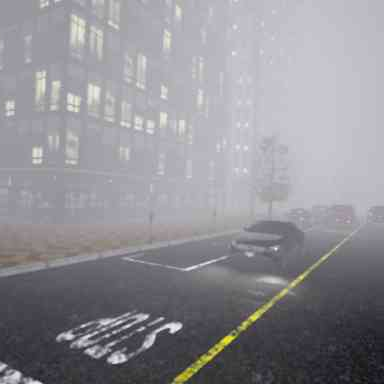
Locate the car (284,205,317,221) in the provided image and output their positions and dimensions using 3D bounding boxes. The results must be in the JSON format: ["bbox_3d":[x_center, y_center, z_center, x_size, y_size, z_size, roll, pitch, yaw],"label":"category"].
[{"bbox_3d":[8.588,2.088,27.144,1.967,1.590,4.097,2,-1,30],"label":"car"}]

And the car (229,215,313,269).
[{"bbox_3d":[3.009,1.775,12.500,1.812,1.442,4.674,3,0,30],"label":"car"}]

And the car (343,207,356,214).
[{"bbox_3d":[31.395,3.675,66.056,1.947,1.339,4.313,2,-1,30],"label":"car"}]

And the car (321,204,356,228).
[{"bbox_3d":[13.899,2.172,30.998,2.150,2.045,5.566,3,-1,31],"label":"car"}]

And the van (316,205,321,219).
[{"bbox_3d":[14.295,2.356,36.874,1.690,1.788,3.998,2,-1,30],"label":"van"}]

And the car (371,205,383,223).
[{"bbox_3d":[24.783,2.822,43.445,2.150,2.045,5.566,3,-1,31],"label":"car"}]

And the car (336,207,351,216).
[{"bbox_3d":[25.692,3.327,56.327,1.802,1.307,4.206,2,-1,30],"label":"car"}]

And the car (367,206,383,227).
[{"bbox_3d":[18.670,2.428,32.961,2.150,2.045,5.566,3,-1,31],"label":"car"}]
